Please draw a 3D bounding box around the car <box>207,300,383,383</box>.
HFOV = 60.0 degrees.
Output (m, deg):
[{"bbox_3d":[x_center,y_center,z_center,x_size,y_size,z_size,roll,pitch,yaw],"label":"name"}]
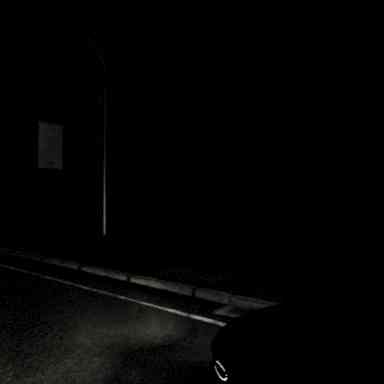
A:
[{"bbox_3d":[2.434,1.478,2.257,5.008,1.535,1.882,0,0,36],"label":"car"}]
